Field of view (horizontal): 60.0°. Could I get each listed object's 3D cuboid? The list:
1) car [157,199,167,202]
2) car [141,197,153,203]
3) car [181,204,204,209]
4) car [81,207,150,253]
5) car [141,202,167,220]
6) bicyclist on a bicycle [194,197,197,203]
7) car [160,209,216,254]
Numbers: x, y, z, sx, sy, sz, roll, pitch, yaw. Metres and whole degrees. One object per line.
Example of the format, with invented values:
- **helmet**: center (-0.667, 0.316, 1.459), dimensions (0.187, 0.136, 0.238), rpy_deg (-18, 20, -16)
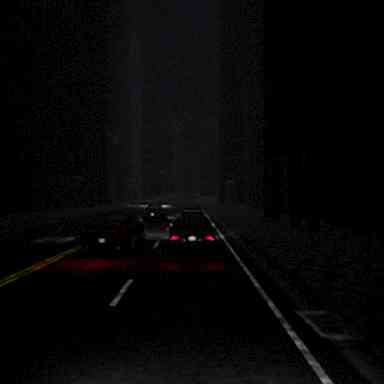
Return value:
- **car**: center (-6.481, 2.151, 71.750), dimensions (1.895, 1.301, 4.718), rpy_deg (0, 0, 0)
- **car**: center (-9.731, 1.911, 71.813), dimensions (2.097, 1.767, 4.553), rpy_deg (0, 0, 0)
- **car**: center (0.013, 1.752, 29.290), dimensions (2.128, 1.511, 4.902), rpy_deg (0, 0, 0)
- **car**: center (-3.240, 1.610, 14.473), dimensions (1.882, 1.535, 5.008), rpy_deg (0, 0, 0)
- **car**: center (-3.238, 1.824, 29.300), dimensions (1.994, 1.385, 4.181), rpy_deg (0, 0, 0)
- **bicyclist on a bicycle**: center (0.916, 2.117, 89.694), dimensions (0.582, 1.620, 1.656), rpy_deg (0, -1, 0)
- **car**: center (0.005, 1.675, 13.982), dimensions (2.033, 1.411, 5.357), rpy_deg (0, 0, 0)
